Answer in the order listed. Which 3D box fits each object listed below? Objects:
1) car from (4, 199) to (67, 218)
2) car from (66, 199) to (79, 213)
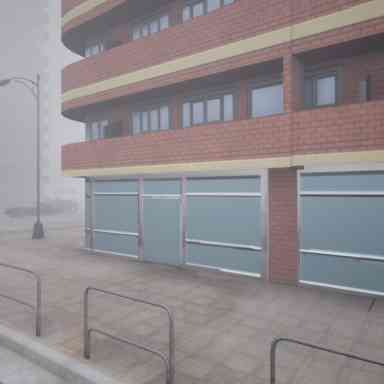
[{"bbox_3d":[-14.135,1.601,29.923,1.895,1.301,4.718,0,0,36],"label":"car"},{"bbox_3d":[-14.419,1.505,35.459,1.837,1.490,4.892,0,0,36],"label":"car"}]
